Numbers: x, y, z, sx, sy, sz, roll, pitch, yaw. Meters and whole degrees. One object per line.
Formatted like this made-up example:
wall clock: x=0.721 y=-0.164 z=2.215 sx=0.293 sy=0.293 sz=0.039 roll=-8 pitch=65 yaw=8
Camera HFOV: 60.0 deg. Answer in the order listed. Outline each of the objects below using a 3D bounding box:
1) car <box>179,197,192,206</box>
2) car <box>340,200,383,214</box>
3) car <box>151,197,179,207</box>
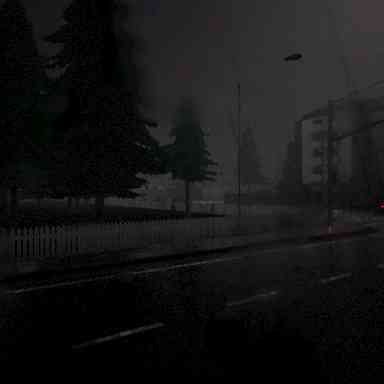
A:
car: x=-1.750 y=1.525 z=53.101 sx=2.128 sy=1.511 sz=4.902 roll=0 pitch=0 yaw=-34
car: x=18.442 y=1.529 z=35.726 sx=1.895 sy=1.301 sz=4.718 roll=0 pitch=0 yaw=-34
car: x=-4.650 y=1.610 z=51.142 sx=2.033 sy=1.411 sz=5.357 roll=0 pitch=0 yaw=-34
